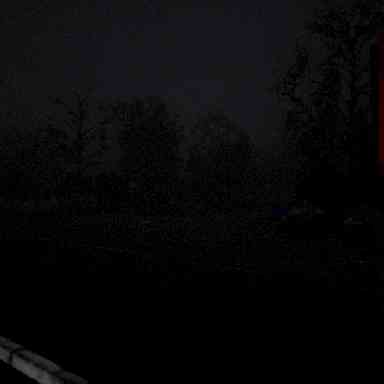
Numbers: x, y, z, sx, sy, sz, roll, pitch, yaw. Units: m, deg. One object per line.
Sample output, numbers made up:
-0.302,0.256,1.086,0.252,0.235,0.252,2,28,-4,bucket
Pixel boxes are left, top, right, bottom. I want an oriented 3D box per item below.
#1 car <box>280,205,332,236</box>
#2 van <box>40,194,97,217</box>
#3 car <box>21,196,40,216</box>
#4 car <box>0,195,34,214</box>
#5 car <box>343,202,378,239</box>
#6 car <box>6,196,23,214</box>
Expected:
6.248,1.454,18.065,2.002,1.452,4.674,0,0,35,car
-10.829,1.197,29.935,1.878,1.987,4.442,-1,0,35,van
-12.941,1.450,31.785,1.946,1.575,5.366,-1,0,35,car
-19.926,1.333,36.422,2.435,2.045,5.566,-2,-1,35,car
8.870,1.306,16.281,2.185,1.767,4.553,0,0,35,car
-15.120,1.485,33.313,1.946,1.575,5.366,-1,-1,35,car
